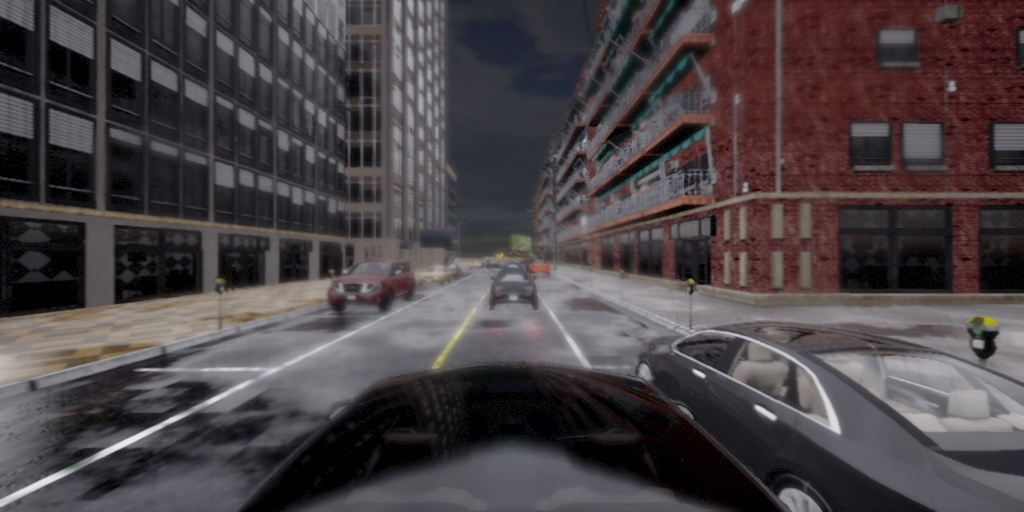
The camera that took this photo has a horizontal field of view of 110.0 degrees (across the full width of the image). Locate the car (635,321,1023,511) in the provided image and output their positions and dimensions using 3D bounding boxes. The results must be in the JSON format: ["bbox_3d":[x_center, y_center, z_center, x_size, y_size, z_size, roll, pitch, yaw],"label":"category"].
[{"bbox_3d":[2.565,1.300,3.384,2.007,1.370,4.403,0,0,0],"label":"car"}]

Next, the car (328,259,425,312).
[{"bbox_3d":[-5.317,1.058,14.396,2.192,1.841,5.009,0,0,0],"label":"car"}]

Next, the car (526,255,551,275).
[{"bbox_3d":[2.982,1.083,39.280,2.097,1.767,4.553,0,0,0],"label":"car"}]

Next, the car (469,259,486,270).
[{"bbox_3d":[-5.322,1.245,52.957,1.751,1.417,4.829,0,0,0],"label":"car"}]

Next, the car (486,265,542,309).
[{"bbox_3d":[0.077,1.270,14.689,1.812,1.442,4.674,0,0,0],"label":"car"}]

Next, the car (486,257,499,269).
[{"bbox_3d":[-2.823,1.197,53.323,1.882,1.535,5.008,0,0,0],"label":"car"}]

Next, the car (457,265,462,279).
[{"bbox_3d":[-5.319,1.317,30.995,1.802,1.307,4.207,0,0,0],"label":"car"}]

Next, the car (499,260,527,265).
[{"bbox_3d":[0.074,1.261,29.807,1.812,1.442,4.674,0,0,0],"label":"car"}]

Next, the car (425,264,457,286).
[{"bbox_3d":[-5.318,1.263,25.292,1.751,1.417,4.829,0,0,0],"label":"car"}]
